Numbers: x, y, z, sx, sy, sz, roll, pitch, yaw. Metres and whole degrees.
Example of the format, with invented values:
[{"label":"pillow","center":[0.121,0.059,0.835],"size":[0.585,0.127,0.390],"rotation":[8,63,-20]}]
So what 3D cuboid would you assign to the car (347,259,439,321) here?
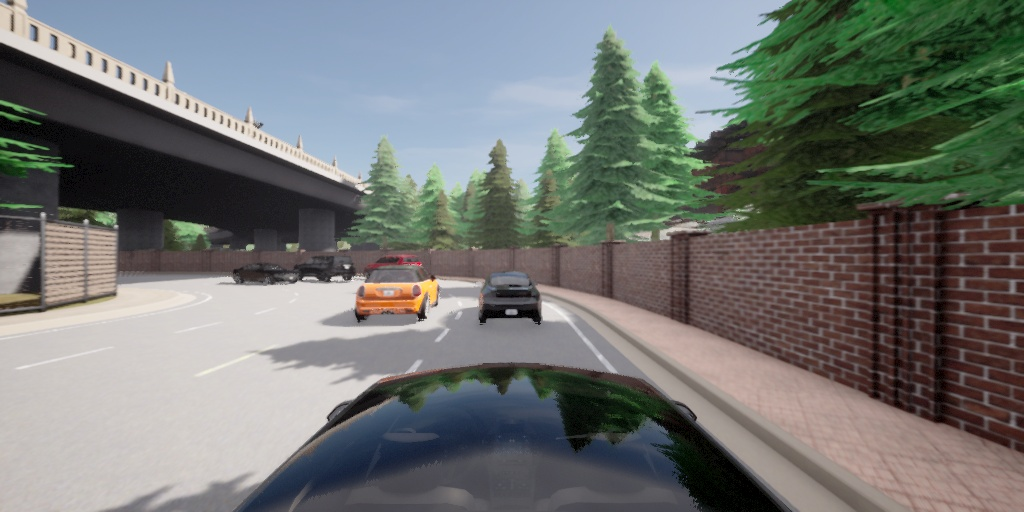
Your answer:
[{"label":"car","center":[-3.803,1.099,12.595],"size":[2.097,1.767,4.553],"rotation":[0,0,-5]}]

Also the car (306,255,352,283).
[{"label":"car","center":[-14.895,0.963,28.337],"size":[5.566,2.045,2.150],"rotation":[0,0,26]}]

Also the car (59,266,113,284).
[{"label":"car","center":[-30.928,1.342,25.262],"size":[4.718,1.301,1.895],"rotation":[0,0,6]}]

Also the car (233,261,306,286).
[{"label":"car","center":[-17.248,1.220,25.162],"size":[5.008,1.535,1.882],"rotation":[0,0,22]}]

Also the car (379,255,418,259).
[{"label":"car","center":[-9.803,0.964,29.482],"size":[5.566,2.045,2.150],"rotation":[0,-1,35]}]

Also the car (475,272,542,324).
[{"label":"car","center":[-0.152,1.252,11.972],"size":[1.837,1.490,4.892],"rotation":[0,0,-3]}]
